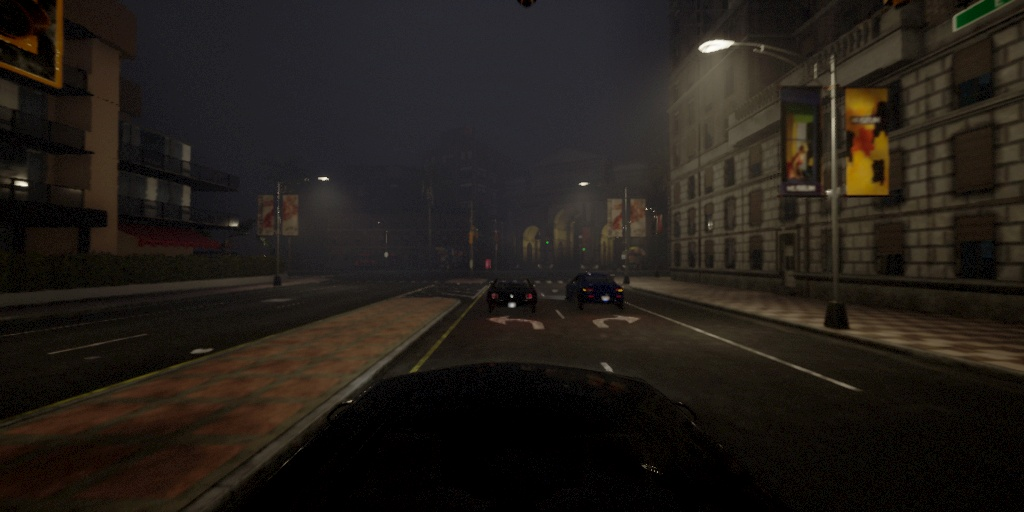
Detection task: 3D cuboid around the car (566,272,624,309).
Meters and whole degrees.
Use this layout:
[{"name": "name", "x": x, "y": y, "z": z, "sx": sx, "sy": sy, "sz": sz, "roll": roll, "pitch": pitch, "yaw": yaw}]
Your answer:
[{"name": "car", "x": 3.519, "y": 1.431, "z": 15.724, "sx": 1.812, "sy": 1.442, "sz": 4.674, "roll": 0, "pitch": 0, "yaw": 0}]

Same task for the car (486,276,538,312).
[{"name": "car", "x": 0.012, "y": 1.499, "z": 15.070, "sx": 1.895, "sy": 1.301, "sz": 4.718, "roll": 0, "pitch": -1, "yaw": 0}]
